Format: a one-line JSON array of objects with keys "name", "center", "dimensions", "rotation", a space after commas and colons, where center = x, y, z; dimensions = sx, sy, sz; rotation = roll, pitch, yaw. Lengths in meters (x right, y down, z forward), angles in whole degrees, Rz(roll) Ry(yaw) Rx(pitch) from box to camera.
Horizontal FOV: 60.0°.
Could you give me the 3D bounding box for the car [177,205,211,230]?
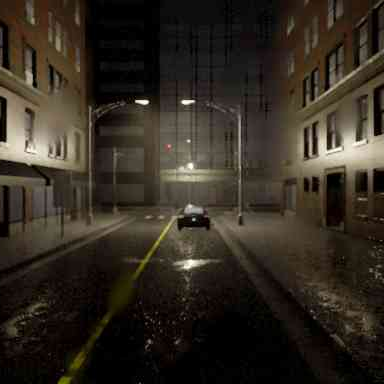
[{"name": "car", "center": [0.098, 1.508, 20.659], "dimensions": [1.994, 1.385, 4.181], "rotation": [0, 0, 0]}]
